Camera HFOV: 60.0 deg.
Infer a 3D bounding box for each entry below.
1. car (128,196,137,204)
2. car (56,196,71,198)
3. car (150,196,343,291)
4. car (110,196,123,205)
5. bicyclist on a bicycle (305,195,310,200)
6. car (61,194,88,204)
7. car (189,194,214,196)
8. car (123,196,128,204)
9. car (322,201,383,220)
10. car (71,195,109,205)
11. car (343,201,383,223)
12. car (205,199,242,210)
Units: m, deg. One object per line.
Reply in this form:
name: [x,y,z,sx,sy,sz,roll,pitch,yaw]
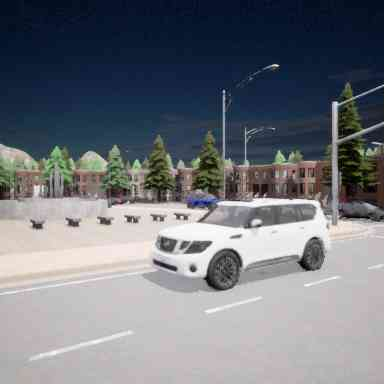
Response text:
car: [-12.736,1.505,62.058,4.892,1.490,1.837,0,0,18]
car: [-23.818,1.505,60.694,4.892,1.490,1.837,0,0,5]
car: [1.597,1.221,9.370,5.566,2.045,2.150,0,0,-35]
car: [-14.931,1.547,55.617,5.357,1.411,2.033,0,0,17]
bicyclist on a bicycle: [16.174,1.303,46.611,1.656,1.620,0.582,0,0,-37]
car: [-22.556,1.352,63.988,4.553,1.767,2.097,0,0,7]
car: [1.758,1.220,41.042,2.150,2.045,5.566,0,0,-44]
car: [-14.081,1.564,58.826,4.181,1.385,1.994,0,0,18]
car: [14.733,1.547,29.969,2.033,1.411,5.357,0,0,-37]
car: [-16.019,1.349,52.290,4.553,1.767,2.097,0,0,17]
car: [13.162,1.547,26.139,2.033,1.411,5.357,0,0,-36]
car: [4.081,1.601,43.650,1.895,1.301,4.718,0,0,-45]
